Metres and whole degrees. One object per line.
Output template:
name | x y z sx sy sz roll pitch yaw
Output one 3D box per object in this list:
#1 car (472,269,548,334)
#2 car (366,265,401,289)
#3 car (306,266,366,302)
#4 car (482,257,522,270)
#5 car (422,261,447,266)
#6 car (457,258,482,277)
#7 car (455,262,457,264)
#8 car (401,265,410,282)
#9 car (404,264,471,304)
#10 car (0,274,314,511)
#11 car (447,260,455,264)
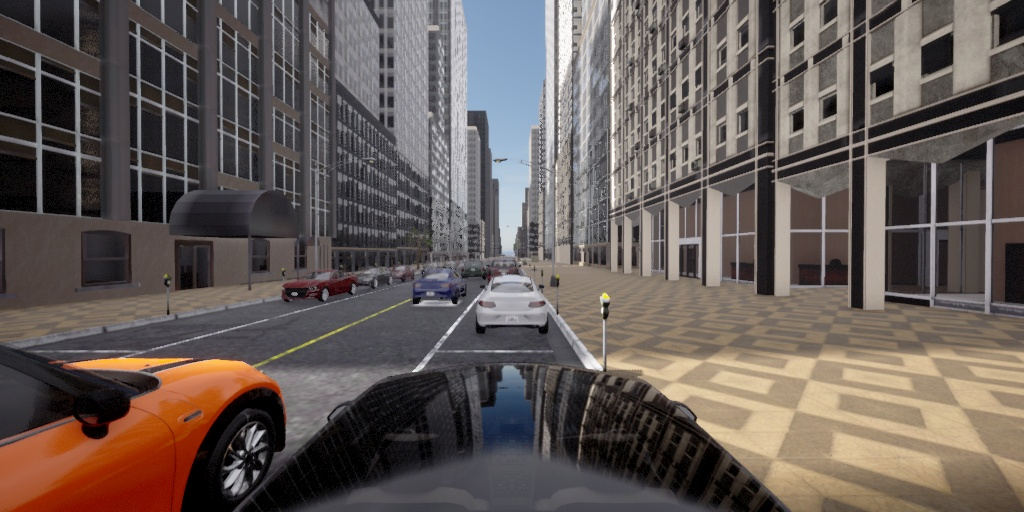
car | 0.003 1.273 10.501 1.812 1.442 4.674 0 0 0
car | -8.838 1.296 22.523 2.007 1.370 4.403 0 0 0
car | -8.837 1.292 16.839 1.888 1.381 4.507 0 0 0
car | -0.457 1.060 22.523 2.192 1.841 5.009 0 0 0
car | -8.837 1.293 39.574 2.007 1.370 4.403 0 0 0
car | -3.146 1.111 31.067 2.097 1.767 4.553 0 0 0
car | -6.146 1.396 49.068 1.895 1.301 4.718 0 0 0
car | -8.837 1.327 28.206 1.802 1.307 4.207 0 0 0
car | -3.146 1.281 16.097 1.812 1.442 4.674 0 0 0
car | -3.146 1.101 1.470 2.097 1.767 4.553 0 0 0
car | -8.837 1.290 50.940 2.007 1.370 4.403 0 0 0
